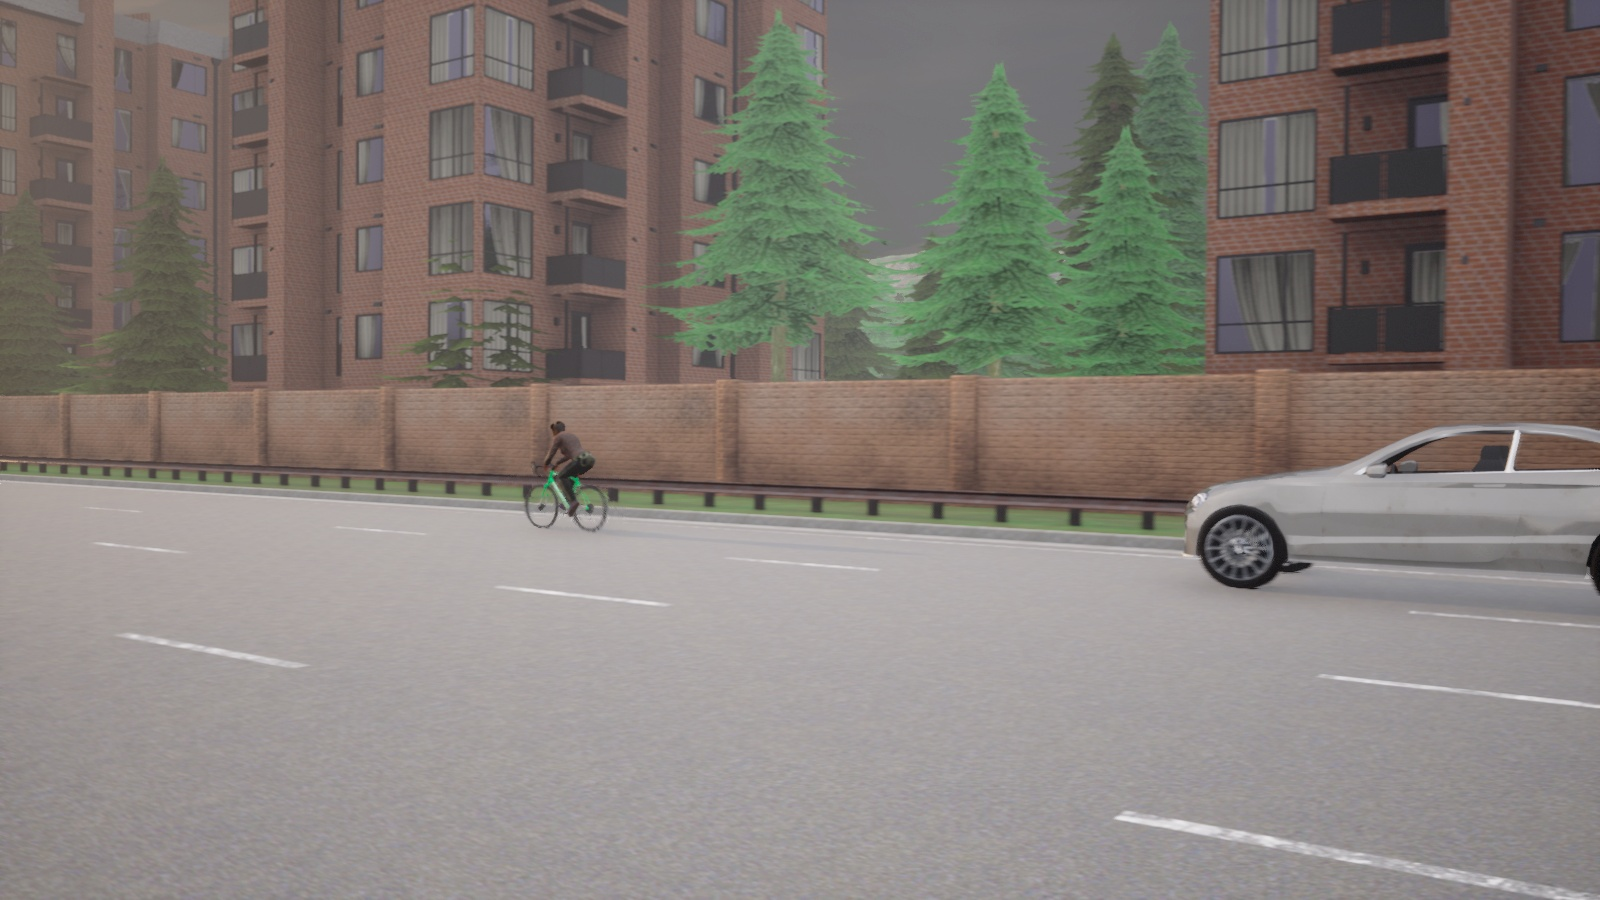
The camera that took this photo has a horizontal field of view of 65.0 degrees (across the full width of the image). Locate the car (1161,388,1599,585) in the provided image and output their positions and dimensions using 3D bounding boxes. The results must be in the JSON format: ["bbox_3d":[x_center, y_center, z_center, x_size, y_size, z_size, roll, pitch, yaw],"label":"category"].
[{"bbox_3d":[6.300,0.288,12.038,5.027,1.651,2.152,0,1,34],"label":"car"}]

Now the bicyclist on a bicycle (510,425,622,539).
[{"bbox_3d":[-3.462,0.458,18.528,1.656,1.620,0.582,-1,1,34],"label":"bicyclist on a bicycle"}]
